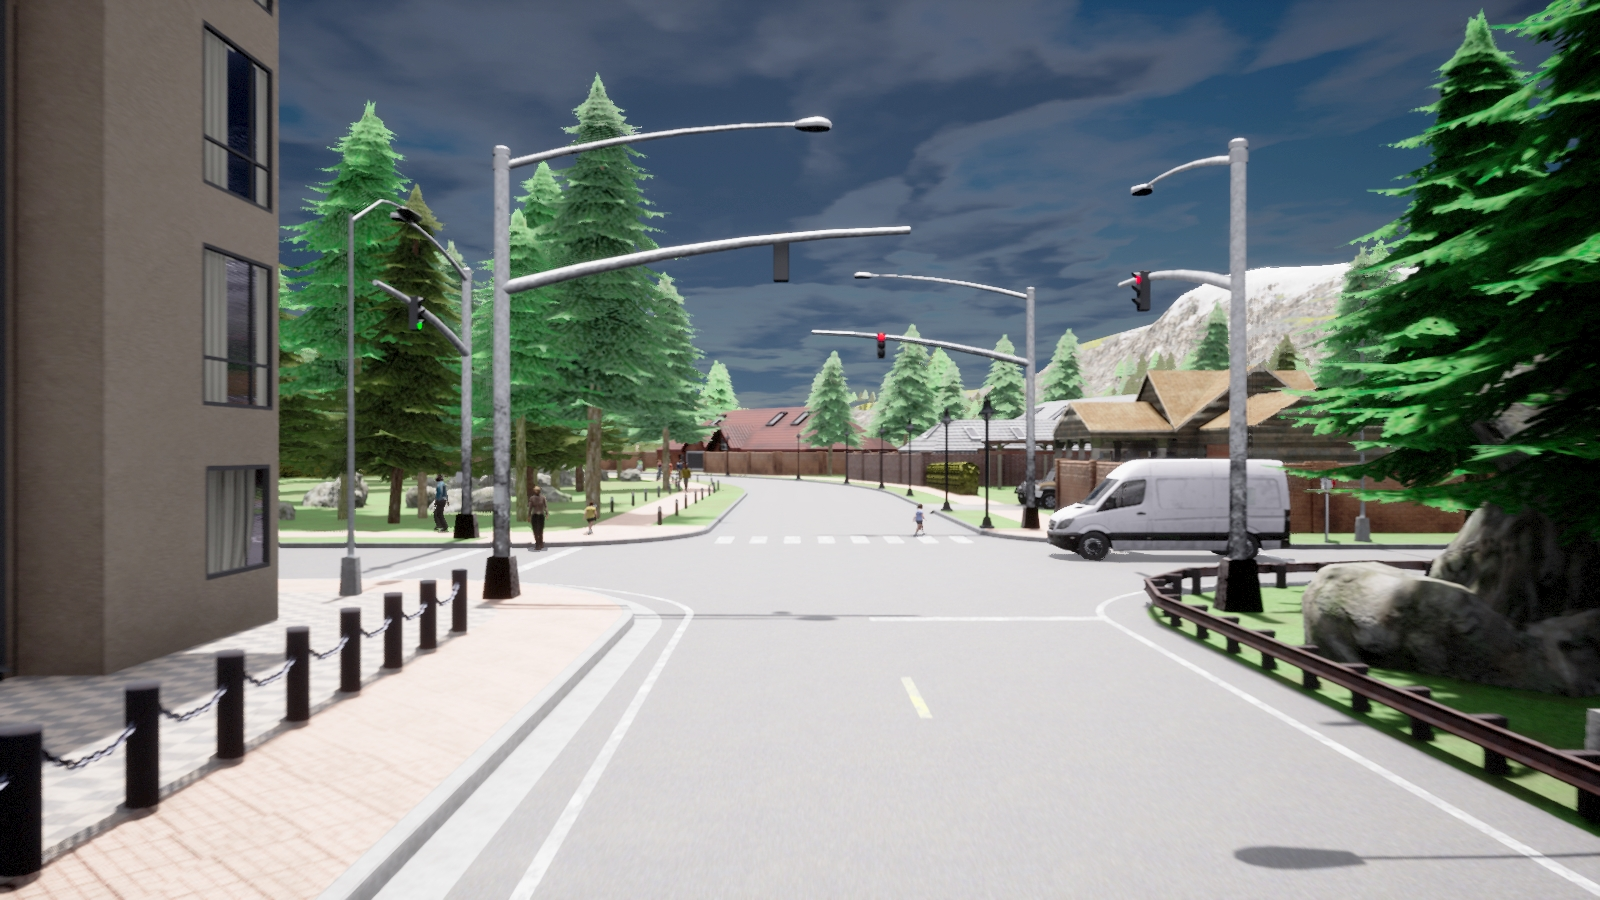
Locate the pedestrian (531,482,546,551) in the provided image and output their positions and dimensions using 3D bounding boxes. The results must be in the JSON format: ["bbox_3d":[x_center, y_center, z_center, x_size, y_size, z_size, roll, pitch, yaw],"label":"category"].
[{"bbox_3d":[-7.218,1.828,31.535,0.375,1.860,0.375,0,0,-6],"label":"pedestrian"}]

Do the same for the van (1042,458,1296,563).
[{"bbox_3d":[9.383,1.513,29.481,5.915,2.561,1.988,0,0,4],"label":"van"}]

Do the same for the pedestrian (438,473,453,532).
[{"bbox_3d":[-11.292,1.675,36.387,0.375,1.860,0.375,0,0,1],"label":"pedestrian"}]

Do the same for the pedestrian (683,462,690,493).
[{"bbox_3d":[-6.887,1.661,69.460,0.375,1.860,0.375,0,0,0],"label":"pedestrian"}]

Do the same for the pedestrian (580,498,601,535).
[{"bbox_3d":[-6.509,2.057,35.525,0.500,1.100,0.500,0,0,8],"label":"pedestrian"}]

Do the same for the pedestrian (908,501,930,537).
[{"bbox_3d":[3.781,2.197,36.387,0.500,1.100,0.500,0,0,-30],"label":"pedestrian"}]
